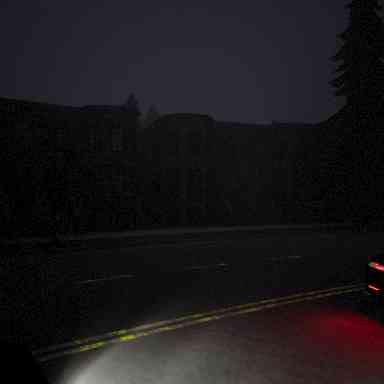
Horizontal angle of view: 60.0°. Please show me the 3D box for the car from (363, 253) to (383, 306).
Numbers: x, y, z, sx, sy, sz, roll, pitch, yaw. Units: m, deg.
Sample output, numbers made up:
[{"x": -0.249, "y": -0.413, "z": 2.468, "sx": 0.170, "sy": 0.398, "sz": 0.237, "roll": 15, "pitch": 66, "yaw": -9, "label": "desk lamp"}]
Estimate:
[{"x": 5.464, "y": 1.492, "z": 6.218, "sx": 4.902, "sy": 1.511, "sz": 2.128, "roll": 0, "pitch": 0, "yaw": -24, "label": "car"}]

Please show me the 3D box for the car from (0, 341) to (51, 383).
[{"x": -3.293, "y": 1.547, "z": 1.235, "sx": 5.357, "sy": 1.411, "sz": 2.033, "roll": 0, "pitch": 0, "yaw": -38, "label": "car"}]
